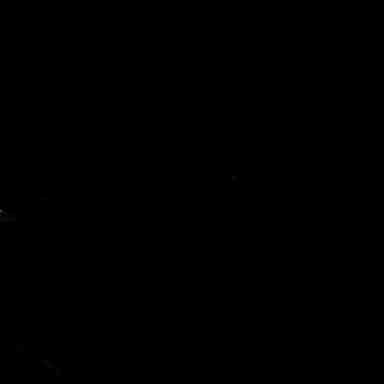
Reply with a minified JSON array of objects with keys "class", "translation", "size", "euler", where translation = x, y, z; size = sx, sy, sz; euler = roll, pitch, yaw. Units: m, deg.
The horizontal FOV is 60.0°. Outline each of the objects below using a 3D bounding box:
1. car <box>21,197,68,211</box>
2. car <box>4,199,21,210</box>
[{"class":"car","translation":[-16.635,1.351,38.585],"size":[1.882,1.535,5.008],"euler":[0,0,33]},{"class":"car","translation":[-20.062,1.423,39.732],"size":[1.994,1.385,4.181],"euler":[0,0,33]}]
